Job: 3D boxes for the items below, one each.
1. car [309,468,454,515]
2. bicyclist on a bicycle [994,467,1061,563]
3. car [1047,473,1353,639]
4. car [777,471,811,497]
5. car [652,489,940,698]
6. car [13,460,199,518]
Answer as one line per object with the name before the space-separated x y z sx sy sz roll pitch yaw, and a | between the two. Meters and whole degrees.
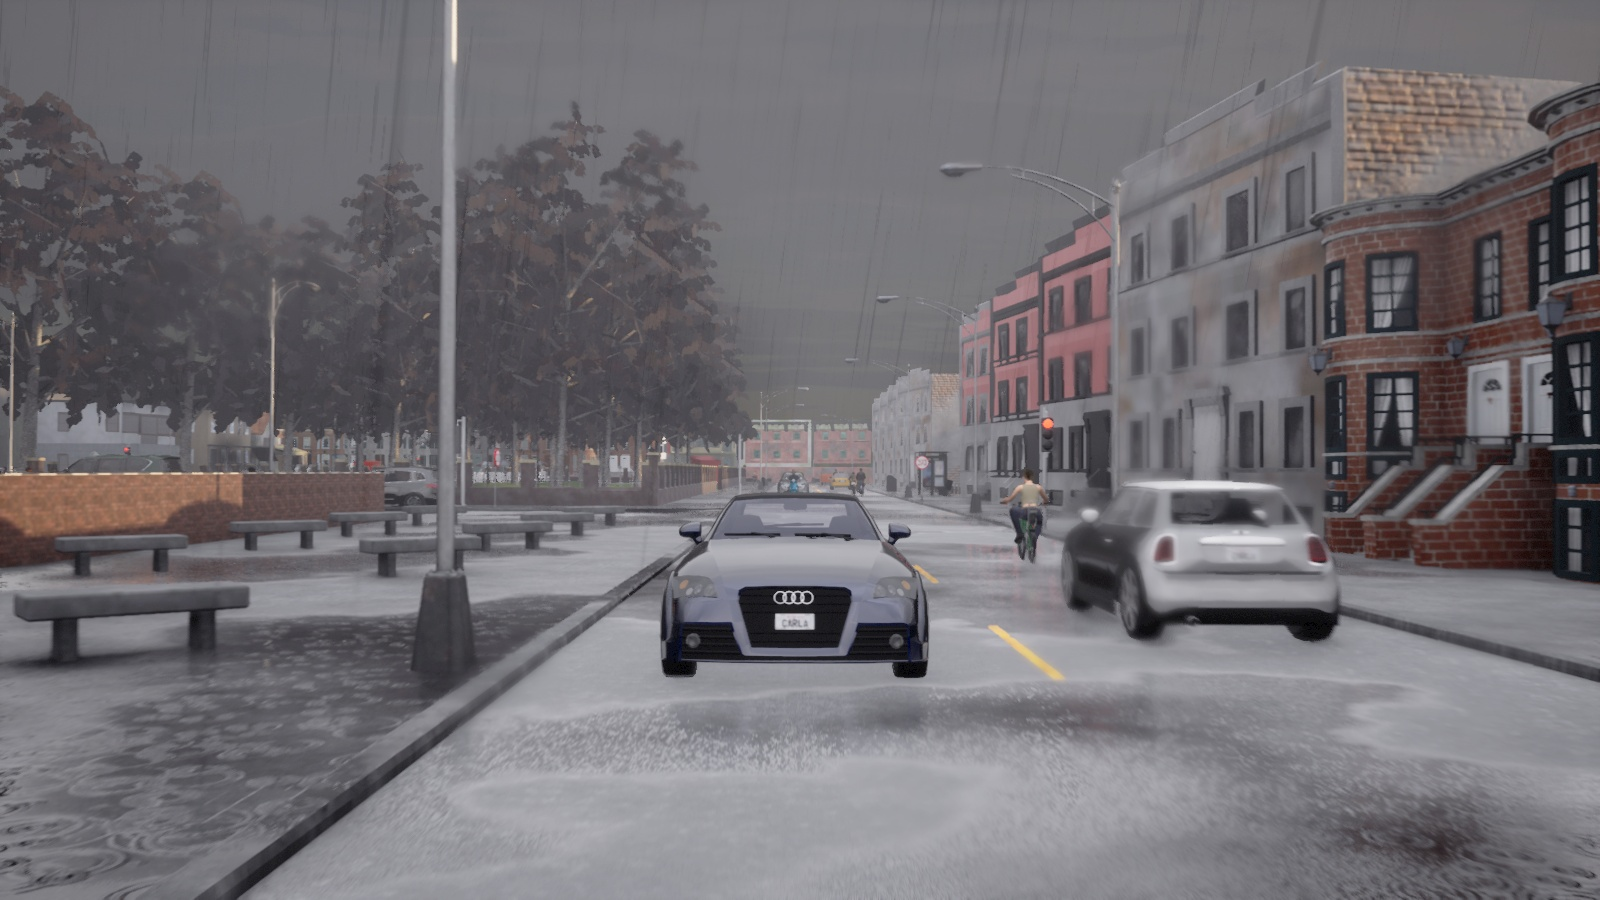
car | -15.222 1.487 45.888 4.611 1.667 2.242 0 -1 -2
bicyclist on a bicycle | 3.927 1.100 21.817 0.866 1.612 1.509 0 -1 -1
car | 3.959 0.984 13.165 1.970 1.475 3.806 0 -1 0
car | -0.380 2.050 76.928 2.007 1.525 4.514 0 -1 0
car | -0.034 1.060 10.816 1.994 1.385 4.181 0 -1 0
car | -25.227 1.401 45.814 5.566 2.045 2.150 0 -1 -2
